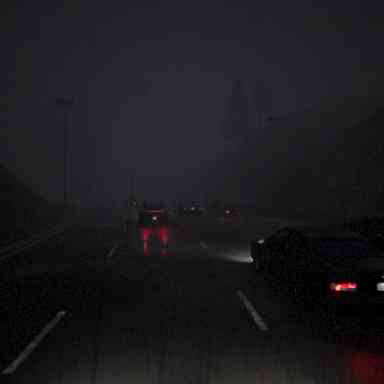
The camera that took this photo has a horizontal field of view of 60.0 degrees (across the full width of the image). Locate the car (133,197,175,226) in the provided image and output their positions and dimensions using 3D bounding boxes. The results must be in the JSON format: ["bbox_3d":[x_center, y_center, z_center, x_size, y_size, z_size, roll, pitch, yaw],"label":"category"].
[{"bbox_3d":[-2.713,1.366,22.539,2.128,1.511,4.902,0,0,-11],"label":"car"}]

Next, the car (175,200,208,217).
[{"bbox_3d":[-0.518,1.380,29.170,2.033,1.411,5.357,0,0,-14],"label":"car"}]

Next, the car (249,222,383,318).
[{"bbox_3d":[2.805,1.497,7.644,2.033,1.411,5.357,0,0,-4],"label":"car"}]

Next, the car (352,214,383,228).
[{"bbox_3d":[6.045,1.433,10.348,1.837,1.490,4.892,0,0,-5],"label":"car"}]

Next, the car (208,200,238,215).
[{"bbox_3d":[2.592,1.416,31.108,1.895,1.301,4.718,0,0,-14],"label":"car"}]

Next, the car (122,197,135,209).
[{"bbox_3d":[-7.434,1.326,40.730,2.033,1.411,5.357,0,0,-18],"label":"car"}]
